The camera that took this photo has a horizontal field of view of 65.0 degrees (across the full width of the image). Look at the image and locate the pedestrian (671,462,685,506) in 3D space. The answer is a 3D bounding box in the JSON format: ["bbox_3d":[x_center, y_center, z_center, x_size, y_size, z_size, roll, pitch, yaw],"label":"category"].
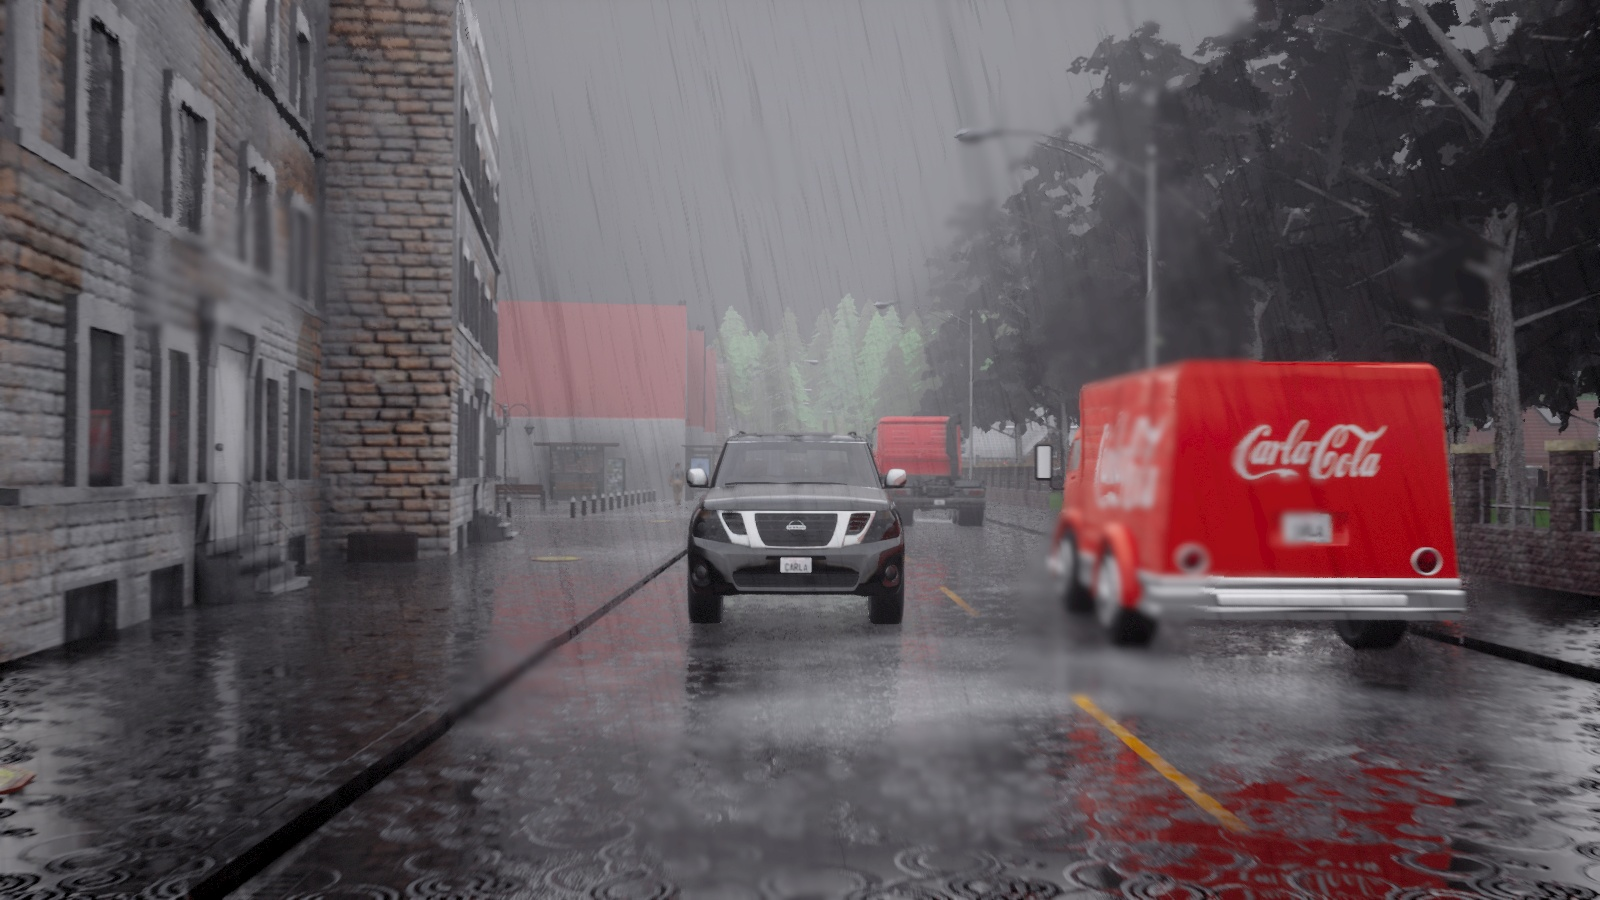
[{"bbox_3d":[-5.116,1.429,52.801,0.540,1.848,0.694,0,-1,-4],"label":"pedestrian"}]

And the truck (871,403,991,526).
[{"bbox_3d":[3.904,0.474,39.301,2.891,3.462,7.936,0,-1,0],"label":"truck"}]

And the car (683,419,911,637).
[{"bbox_3d":[-0.037,0.779,14.627,2.150,2.045,5.566,0,-1,0],"label":"car"}]

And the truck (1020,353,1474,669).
[{"bbox_3d":[3.967,0.521,12.479,2.627,2.467,5.204,0,-1,0],"label":"truck"}]
